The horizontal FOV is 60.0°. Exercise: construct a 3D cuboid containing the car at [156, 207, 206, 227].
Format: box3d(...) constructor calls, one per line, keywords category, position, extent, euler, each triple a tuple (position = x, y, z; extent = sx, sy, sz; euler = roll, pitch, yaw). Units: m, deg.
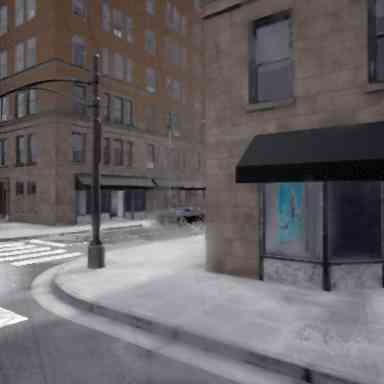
box3d(category="car", position=(-0.458, 1.757, 24.155), extent=(1.895, 1.301, 4.718), euler=(0, 0, 35))
